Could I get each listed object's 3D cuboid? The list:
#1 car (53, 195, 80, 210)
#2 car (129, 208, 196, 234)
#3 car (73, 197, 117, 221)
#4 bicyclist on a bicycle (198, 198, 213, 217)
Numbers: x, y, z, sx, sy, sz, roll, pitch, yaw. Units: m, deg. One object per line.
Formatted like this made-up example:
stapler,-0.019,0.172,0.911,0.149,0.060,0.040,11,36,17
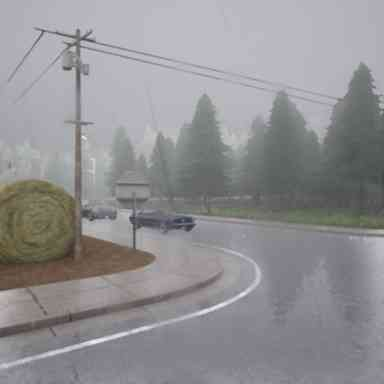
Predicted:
car,-16.807,1.377,44.525,2.097,1.767,4.553,0,0,-38
car,-1.837,1.628,19.771,1.895,1.301,4.718,0,0,-38
car,-7.971,1.380,27.510,2.097,1.767,4.553,0,0,-38
bicyclist on a bicycle,1.170,1.322,28.023,1.656,1.620,0.582,0,0,-38
